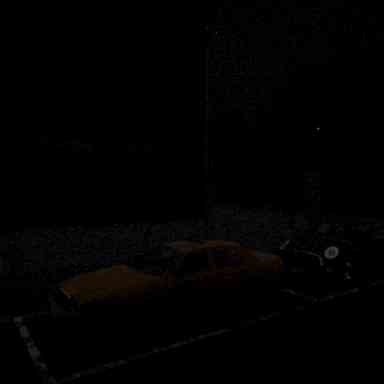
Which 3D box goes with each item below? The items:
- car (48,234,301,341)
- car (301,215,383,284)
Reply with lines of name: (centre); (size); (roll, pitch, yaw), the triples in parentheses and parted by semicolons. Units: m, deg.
car: (-0.167, 1.557, 6.533); (4.829, 1.417, 1.752); (1, 0, -36)
car: (4.397, 1.522, 9.791); (4.097, 1.590, 1.967); (1, 0, -36)
